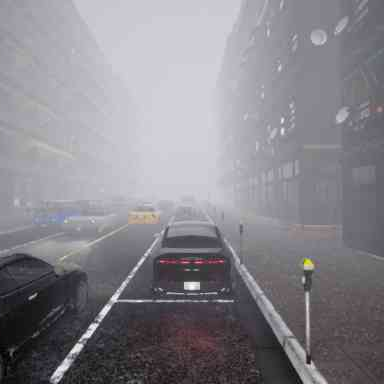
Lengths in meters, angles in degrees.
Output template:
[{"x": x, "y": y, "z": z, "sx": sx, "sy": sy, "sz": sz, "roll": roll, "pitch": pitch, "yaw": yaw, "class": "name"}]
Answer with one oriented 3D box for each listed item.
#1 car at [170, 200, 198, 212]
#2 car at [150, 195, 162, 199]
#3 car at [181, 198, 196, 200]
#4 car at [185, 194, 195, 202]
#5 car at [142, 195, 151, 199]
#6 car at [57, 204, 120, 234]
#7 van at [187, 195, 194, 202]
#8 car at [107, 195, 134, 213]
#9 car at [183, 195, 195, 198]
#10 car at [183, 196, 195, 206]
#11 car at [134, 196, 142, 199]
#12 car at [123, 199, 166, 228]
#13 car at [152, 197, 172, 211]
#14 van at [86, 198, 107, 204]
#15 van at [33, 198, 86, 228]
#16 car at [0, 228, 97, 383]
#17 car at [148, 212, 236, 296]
[{"x": -0.438, "y": 1.572, "z": 26.224, "sx": 1.887, "sy": 1.381, "sz": 4.507, "roll": 1, "pitch": 0, "yaw": 0, "class": "car"}, {"x": -8.317, "y": 1.471, "z": 70.528, "sx": 2.192, "sy": 1.841, "sz": 5.009, "roll": 1, "pitch": 0, "yaw": 0, "class": "car"}, {"x": -0.438, "y": 1.582, "z": 31.754, "sx": 1.887, "sy": 1.381, "sz": 4.507, "roll": 1, "pitch": 0, "yaw": 0, "class": "car"}, {"x": -0.473, "y": 1.521, "z": 81.536, "sx": 2.192, "sy": 1.841, "sz": 5.009, "roll": 1, "pitch": 0, "yaw": 0, "class": "car"}, {"x": -8.321, "y": 1.660, "z": 53.938, "sx": 1.947, "sy": 1.339, "sz": 4.313, "roll": 1, "pitch": 0, "yaw": 0, "class": "car"}, {"x": -5.870, "y": 1.616, "z": 19.505, "sx": 1.895, "sy": 1.301, "sz": 4.718, "roll": 0, "pitch": 0, "yaw": 0, "class": "car"}, {"x": -0.474, "y": 1.575, "z": 87.068, "sx": 1.690, "sy": 1.788, "sz": 3.998, "roll": 1, "pitch": 0, "yaw": 0, "class": "van"}, {"x": -8.314, "y": 1.365, "z": 37.346, "sx": 2.192, "sy": 1.841, "sz": 5.009, "roll": 1, "pitch": 0, "yaw": 0, "class": "car"}, {"x": -0.429, "y": 1.490, "z": 37.286, "sx": 1.967, "sy": 1.590, "sz": 4.097, "roll": 1, "pitch": 0, "yaw": 0, "class": "car"}, {"x": -0.473, "y": 1.553, "z": 59.411, "sx": 1.967, "sy": 1.590, "sz": 4.097, "roll": 1, "pitch": 0, "yaw": 0, "class": "car"}, {"x": -8.314, "y": 1.379, "z": 42.876, "sx": 2.192, "sy": 1.841, "sz": 5.009, "roll": 1, "pitch": 0, "yaw": 0, "class": "car"}, {"x": -3.022, "y": 1.476, "z": 22.316, "sx": 1.801, "sy": 1.575, "sz": 5.366, "roll": 0, "pitch": 0, "yaw": 0, "class": "car"}, {"x": -2.924, "y": 1.598, "z": 37.540, "sx": 2.033, "sy": 1.411, "sz": 5.357, "roll": 0, "pitch": 0, "yaw": 0, "class": "car"}, {"x": -8.314, "y": 1.368, "z": 26.285, "sx": 1.690, "sy": 1.788, "sz": 3.998, "roll": 1, "pitch": 0, "yaw": 0, "class": "van"}, {"x": -8.312, "y": 1.359, "z": 20.753, "sx": 1.690, "sy": 1.788, "sz": 3.998, "roll": 2, "pitch": 0, "yaw": 0, "class": "van"}, {"x": -2.923, "y": 1.528, "z": 4.564, "sx": 1.812, "sy": 1.442, "sz": 4.674, "roll": 0, "pitch": 0, "yaw": 0, "class": "car"}, {"x": 0.000, "y": 1.509, "z": 8.653, "sx": 1.837, "sy": 1.490, "sz": 4.892, "roll": 0, "pitch": 0, "yaw": 0, "class": "car"}]
